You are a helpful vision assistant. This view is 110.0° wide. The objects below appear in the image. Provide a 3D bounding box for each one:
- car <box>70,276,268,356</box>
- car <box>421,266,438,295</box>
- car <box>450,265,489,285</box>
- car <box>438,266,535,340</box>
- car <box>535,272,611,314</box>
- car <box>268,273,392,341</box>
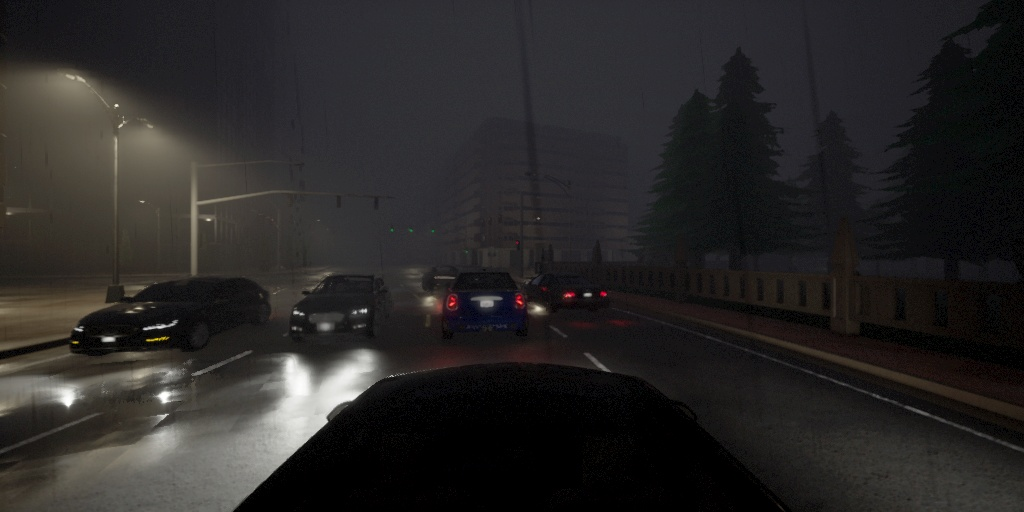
[{"bbox_3d":[-7.828,1.277,8.897,1.837,1.490,4.892,1,0,-12],"label":"car"},{"bbox_3d":[-4.048,1.304,20.575,2.128,1.511,4.902,0,0,-20],"label":"car"},{"bbox_3d":[-3.465,1.438,28.632,1.895,1.301,4.718,0,0,-22],"label":"car"},{"bbox_3d":[-0.918,1.130,10.370,2.097,1.767,4.553,0,0,-9],"label":"car"},{"bbox_3d":[1.818,1.338,14.194,2.033,1.411,5.357,0,0,-15],"label":"car"},{"bbox_3d":[-4.538,1.268,10.123,2.128,1.511,4.902,0,0,-12],"label":"car"}]
